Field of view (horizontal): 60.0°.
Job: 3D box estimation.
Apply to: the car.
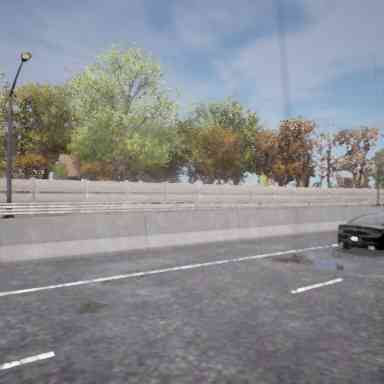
[{"bbox_3d":[8.135,1.620,13.962,5.008,1.535,1.882,0,0,-35],"label":"car"}]
